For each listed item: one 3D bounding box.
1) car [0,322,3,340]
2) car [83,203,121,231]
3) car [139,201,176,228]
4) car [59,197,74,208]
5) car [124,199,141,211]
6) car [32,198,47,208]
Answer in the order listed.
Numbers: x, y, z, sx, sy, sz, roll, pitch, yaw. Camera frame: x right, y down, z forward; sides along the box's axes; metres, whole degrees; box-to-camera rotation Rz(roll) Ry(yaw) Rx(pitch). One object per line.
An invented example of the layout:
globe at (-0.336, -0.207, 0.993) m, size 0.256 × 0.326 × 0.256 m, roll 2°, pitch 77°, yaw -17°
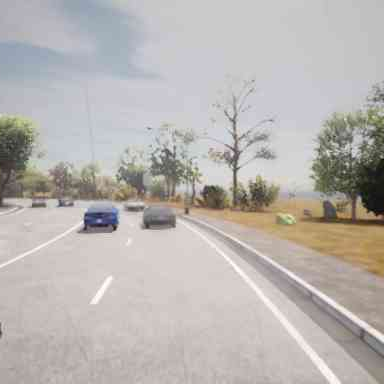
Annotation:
car at (-3.600, 1.567, 2.942) m, size 1.994 × 1.385 × 4.181 m, roll 0°, pitch 0°, yaw -1°
car at (-5.526, 1.437, 20.661) m, size 1.882 × 1.535 × 5.008 m, roll 0°, pitch 0°, yaw -10°
car at (-2.233, 1.513, 21.962) m, size 1.994 × 1.385 × 4.181 m, roll 0°, pitch 0°, yaw -11°
car at (-17.891, 1.398, 47.324) m, size 2.128 × 1.511 × 4.902 m, roll 0°, pitch 0°, yaw -25°
car at (-6.961, 1.516, 39.530) m, size 1.895 × 1.301 × 4.718 m, roll 0°, pitch 0°, yaw -19°
car at (-21.405, 1.510, 46.656) m, size 1.895 × 1.301 × 4.718 m, roll 0°, pitch 0°, yaw -25°
